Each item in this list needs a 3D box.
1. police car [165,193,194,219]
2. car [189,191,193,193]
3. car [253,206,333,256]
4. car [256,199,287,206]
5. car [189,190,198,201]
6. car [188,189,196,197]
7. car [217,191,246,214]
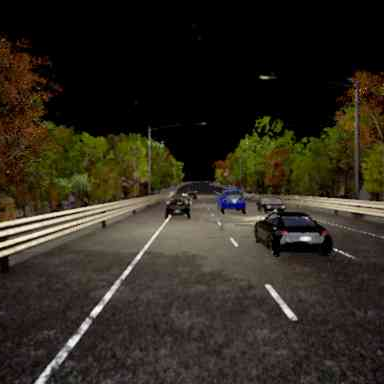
[{"bbox_3d":[-1.050,1.138,26.282,1.930,1.638,5.238,0,1,0],"label":"police car"},{"bbox_3d":[-1.050,0.994,42.366,1.801,1.575,5.366,0,1,0],"label":"car"},{"bbox_3d":[3.600,1.426,12.529,1.994,1.385,4.181,0,1,0],"label":"car"},{"bbox_3d":[7.099,1.270,30.352,1.895,1.301,4.718,0,1,0],"label":"car"},{"bbox_3d":[0.000,0.809,61.455,1.882,1.535,5.008,0,1,0],"label":"car"},{"bbox_3d":[0.000,0.296,79.875,2.097,1.767,4.553,0,1,0],"label":"car"},{"bbox_3d":[3.599,0.885,30.864,2.150,2.045,5.566,0,1,0],"label":"car"}]
